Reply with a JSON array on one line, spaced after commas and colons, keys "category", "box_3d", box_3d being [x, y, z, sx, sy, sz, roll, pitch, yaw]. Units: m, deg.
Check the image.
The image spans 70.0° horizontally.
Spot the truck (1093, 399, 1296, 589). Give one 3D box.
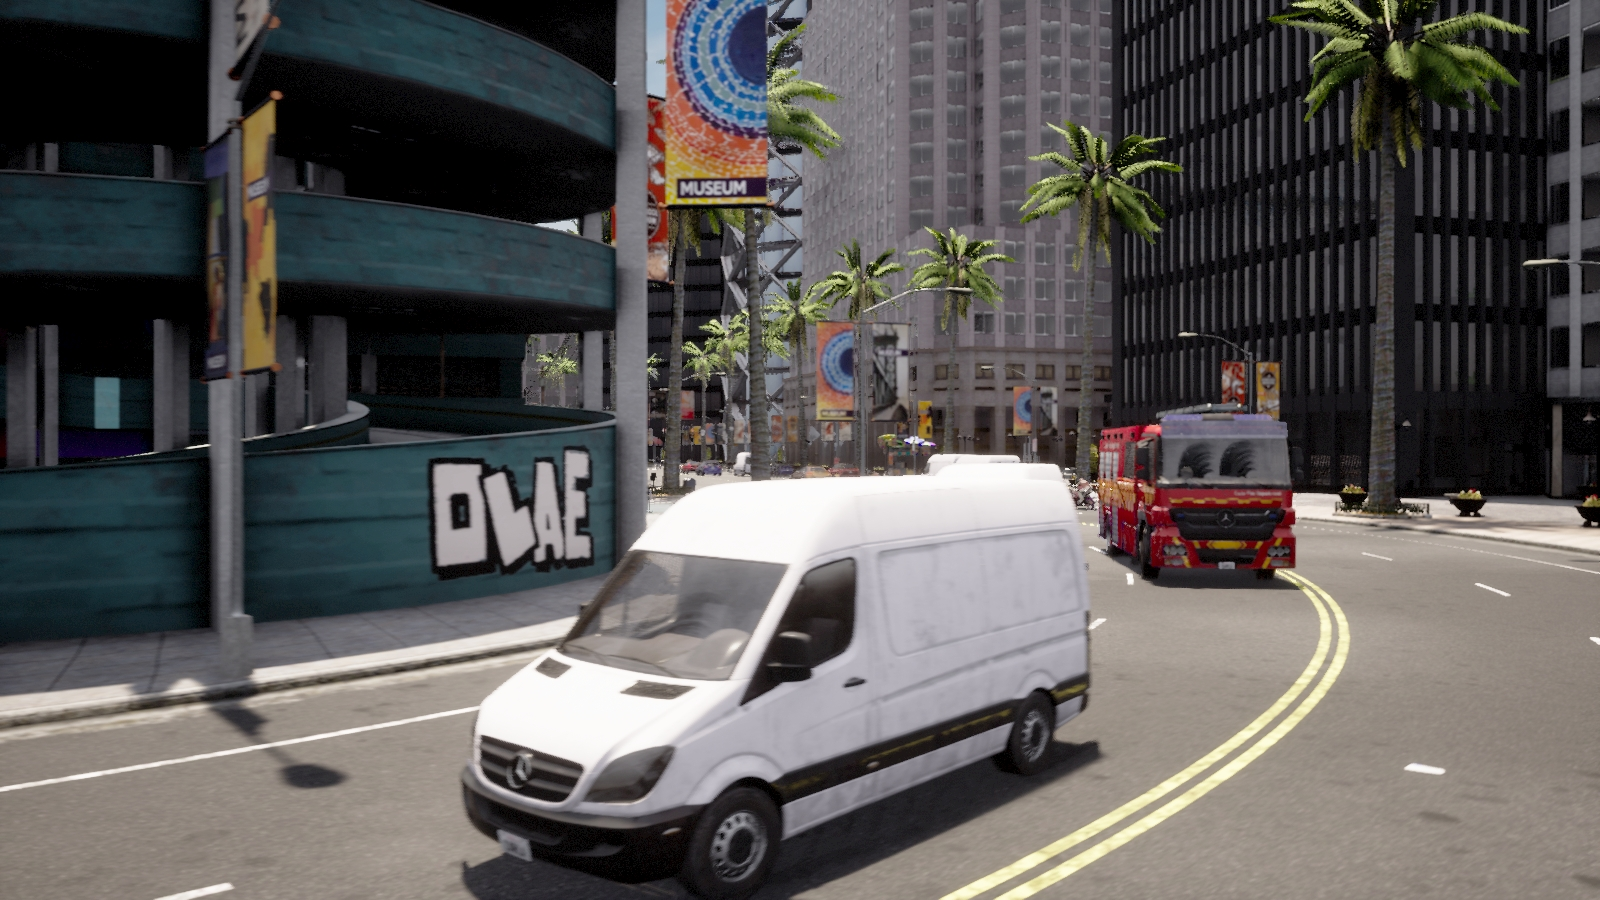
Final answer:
[{"category": "truck", "box_3d": [9.077, 0.894, 27.408, 2.891, 3.827, 8.468, 0, 0, 7]}]

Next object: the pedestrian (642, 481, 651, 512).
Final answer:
[{"category": "pedestrian", "box_3d": [-6.506, 1.985, 48.432, 0.375, 1.300, 0.375, 0, 0, -14]}]

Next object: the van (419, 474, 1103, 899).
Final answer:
[{"category": "van", "box_3d": [0.158, 1.536, 9.192, 1.988, 2.561, 5.915, 1, 0, 41]}]

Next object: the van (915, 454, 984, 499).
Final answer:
[{"category": "van", "box_3d": [9.006, 1.545, 69.421, 1.988, 2.561, 5.915, 0, 0, -16]}]
